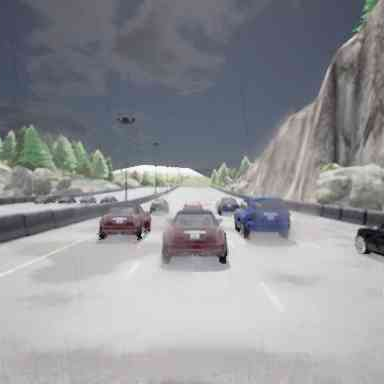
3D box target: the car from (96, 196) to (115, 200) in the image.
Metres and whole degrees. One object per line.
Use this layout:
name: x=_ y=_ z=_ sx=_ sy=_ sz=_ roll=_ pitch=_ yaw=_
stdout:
car: x=-14.055 y=1.320 z=56.169 sx=2.033 sy=1.411 sz=5.357 roll=0 pitch=1 yaw=1

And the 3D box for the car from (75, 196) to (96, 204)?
car: x=-17.560 y=1.335 z=56.275 sx=1.994 sy=1.385 sz=4.181 roll=0 pitch=1 yaw=1

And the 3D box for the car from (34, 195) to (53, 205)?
car: x=-24.551 y=1.274 z=55.598 sx=2.128 sy=1.511 sz=4.902 roll=0 pitch=1 yaw=1

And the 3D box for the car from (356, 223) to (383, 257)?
car: x=7.094 y=1.522 z=10.523 sx=1.882 sy=1.535 sz=5.008 roll=0 pitch=0 yaw=0

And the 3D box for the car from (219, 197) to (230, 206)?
car: x=3.591 y=1.349 z=34.192 sx=2.097 sy=1.767 sz=4.553 roll=0 pitch=0 yaw=0

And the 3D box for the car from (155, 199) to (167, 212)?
car: x=-3.409 y=1.516 z=35.451 sx=1.812 sy=1.442 sz=4.674 roll=0 pitch=0 yaw=0

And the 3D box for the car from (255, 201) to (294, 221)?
car: x=7.093 y=1.570 z=29.240 sx=2.033 sy=1.411 sz=5.357 roll=0 pitch=0 yaw=0

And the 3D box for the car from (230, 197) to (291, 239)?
car: x=3.597 y=1.274 z=17.848 sx=2.150 sy=2.045 sz=5.566 roll=0 pitch=0 yaw=0

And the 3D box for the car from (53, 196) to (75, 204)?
car: x=-21.056 y=1.338 z=56.038 sx=1.994 sy=1.385 sz=4.181 roll=0 pitch=1 yaw=1

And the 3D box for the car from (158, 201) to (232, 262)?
car: x=0.094 y=1.400 z=12.436 sx=2.097 sy=1.767 sz=4.553 roll=0 pitch=0 yaw=0

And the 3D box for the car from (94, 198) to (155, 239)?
car: x=-3.404 y=1.405 z=17.733 sx=2.097 sy=1.767 sz=4.553 roll=0 pitch=0 yaw=0

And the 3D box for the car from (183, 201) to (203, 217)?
car: x=0.092 y=1.607 z=32.775 sx=1.895 sy=1.301 sz=4.718 roll=0 pitch=0 yaw=0
